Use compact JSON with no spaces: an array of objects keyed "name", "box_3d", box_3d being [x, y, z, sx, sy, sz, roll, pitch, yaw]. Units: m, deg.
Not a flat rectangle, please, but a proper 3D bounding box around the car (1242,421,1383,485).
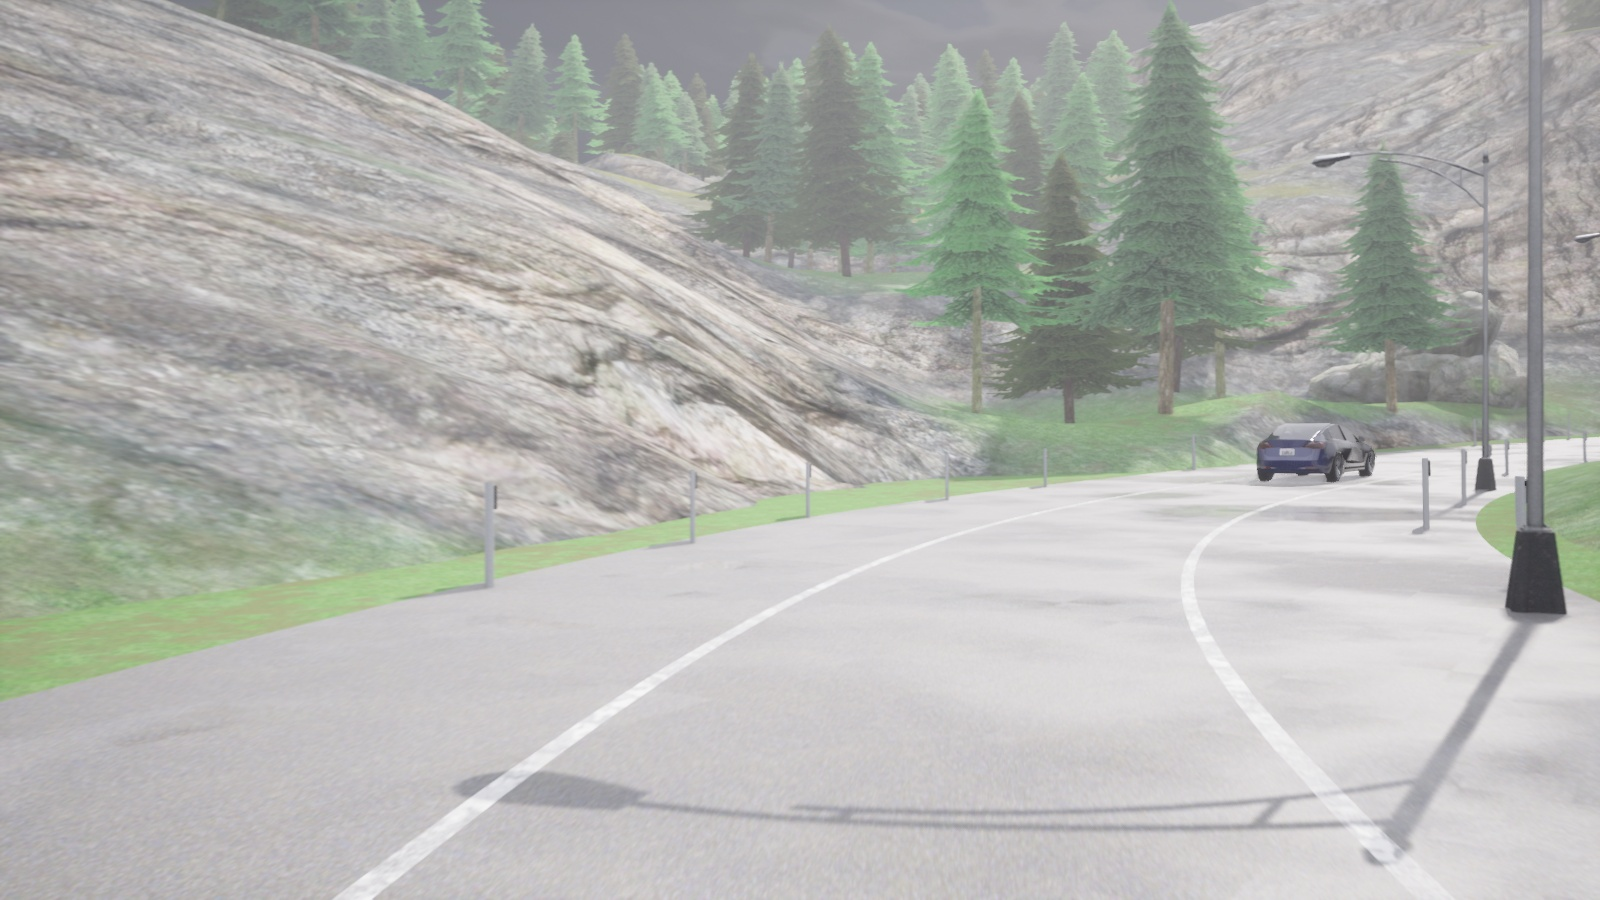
[{"name":"car","box_3d":[13.593,0.038,33.120,2.163,1.488,4.792,0,2,39]}]
